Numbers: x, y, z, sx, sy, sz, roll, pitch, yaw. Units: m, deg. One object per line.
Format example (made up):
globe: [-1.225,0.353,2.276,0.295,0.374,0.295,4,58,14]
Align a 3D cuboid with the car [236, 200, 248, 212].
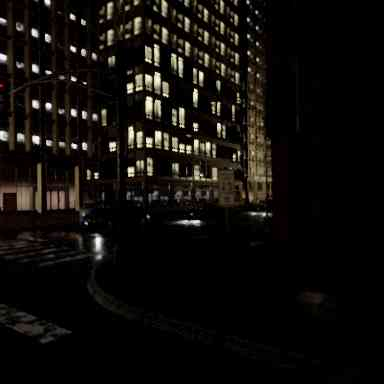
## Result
car: [6.814,1.694,41.450,1.752,1.417,4.829,-2,-1,36]

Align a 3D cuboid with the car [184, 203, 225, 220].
car: [1.148,1.653,29.132,1.994,1.385,4.181,-1,-1,36]

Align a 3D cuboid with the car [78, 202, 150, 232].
car: [-4.719,1.576,21.033,1.837,1.490,4.892,-1,-1,33]

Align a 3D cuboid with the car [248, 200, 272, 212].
car: [8.923,1.643,39.911,1.812,1.442,4.674,-1,0,36]

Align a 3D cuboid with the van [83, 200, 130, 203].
van: [-6.059,1.465,23.569,1.690,1.788,3.998,-2,-1,36]
